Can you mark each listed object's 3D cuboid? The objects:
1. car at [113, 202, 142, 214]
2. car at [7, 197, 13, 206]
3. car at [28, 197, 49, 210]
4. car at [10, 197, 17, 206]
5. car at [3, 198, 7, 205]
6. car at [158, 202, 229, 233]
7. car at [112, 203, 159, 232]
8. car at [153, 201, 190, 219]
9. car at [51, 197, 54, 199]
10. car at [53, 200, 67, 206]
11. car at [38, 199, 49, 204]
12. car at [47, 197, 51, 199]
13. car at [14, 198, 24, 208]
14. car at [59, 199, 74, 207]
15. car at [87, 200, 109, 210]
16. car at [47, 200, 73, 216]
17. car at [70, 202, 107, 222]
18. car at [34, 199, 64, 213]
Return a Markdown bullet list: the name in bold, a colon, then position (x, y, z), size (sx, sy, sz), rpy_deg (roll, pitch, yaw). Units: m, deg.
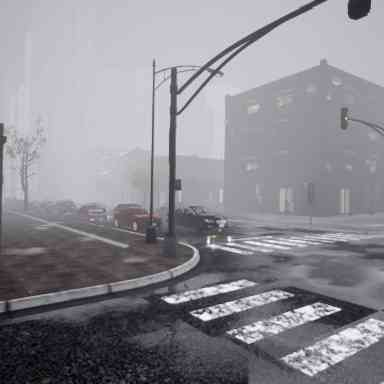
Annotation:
- **car**: position (-8.337, 1.980, 42.915), size (2.008, 1.369, 4.403), rpy_deg (1, -1, -35)
- **car**: position (-35.262, 2.140, 66.610), size (1.947, 1.339, 4.313), rpy_deg (1, -1, -35)
- **car**: position (-22.714, 1.899, 48.545), size (1.752, 1.417, 4.829), rpy_deg (1, -1, -35)
- **car**: position (-32.093, 2.090, 62.074), size (1.947, 1.339, 4.313), rpy_deg (1, -1, -35)
- **car**: position (-38.430, 1.939, 71.149), size (2.192, 1.841, 5.009), rpy_deg (1, -1, -35)
- **car**: position (0.241, 1.602, 20.326), size (2.128, 1.511, 4.902), rpy_deg (1, -1, -35)
- **car**: position (-3.431, 1.623, 20.824), size (1.887, 1.381, 4.507), rpy_deg (1, -1, -35)
- **car**: position (-2.135, 1.775, 34.052), size (1.967, 1.590, 4.097), rpy_deg (1, -1, -35)
- **car**: position (-23.024, 2.062, 59.226), size (2.128, 1.511, 4.902), rpy_deg (1, -1, -35)
- **car**: position (-28.392, 2.321, 71.406), size (1.802, 1.307, 4.206), rpy_deg (1, -1, -35)
- **car**: position (-37.996, 2.419, 85.153), size (1.752, 1.417, 4.829), rpy_deg (1, -1, -35)
- **car**: position (-34.728, 2.156, 80.480), size (2.192, 1.841, 5.009), rpy_deg (1, -1, -35)
- **car**: position (-29.106, 2.021, 57.786), size (1.887, 1.381, 4.507), rpy_deg (1, -1, -35)
- **car**: position (-25.223, 2.129, 66.872), size (1.967, 1.590, 4.097), rpy_deg (1, -1, -35)
- **car**: position (-14.815, 2.053, 52.095), size (1.752, 1.417, 4.829), rpy_deg (1, -1, -35)
- **car**: position (-13.742, 1.799, 35.581), size (1.947, 1.339, 4.313), rpy_deg (1, -1, -35)
- **car**: position (-8.587, 1.737, 28.202), size (1.802, 1.307, 4.206), rpy_deg (1, -1, -35)
- **car**: position (-18.039, 1.851, 41.783), size (2.008, 1.369, 4.403), rpy_deg (1, -1, -35)
